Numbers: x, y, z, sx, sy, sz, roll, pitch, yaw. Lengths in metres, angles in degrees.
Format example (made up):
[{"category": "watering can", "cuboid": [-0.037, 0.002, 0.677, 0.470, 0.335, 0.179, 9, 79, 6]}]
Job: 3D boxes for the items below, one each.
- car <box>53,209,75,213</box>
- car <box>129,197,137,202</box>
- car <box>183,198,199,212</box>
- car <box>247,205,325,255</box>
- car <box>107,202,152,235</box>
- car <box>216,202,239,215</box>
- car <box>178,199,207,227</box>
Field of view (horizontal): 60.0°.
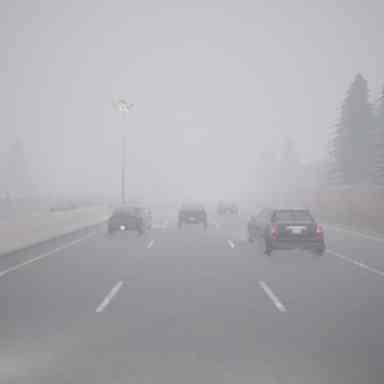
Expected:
[{"category": "car", "cuboid": [-14.265, 1.559, 37.399, 1.812, 1.442, 4.674, 0, 0, 0]}, {"category": "car", "cuboid": [-10.389, 1.647, 61.757, 1.895, 1.301, 4.718, 0, 0, 1]}, {"category": "car", "cuboid": [-0.104, 1.550, 40.216, 1.812, 1.442, 4.674, 0, 0, 0]}, {"category": "car", "cuboid": [3.559, 1.357, 13.445, 2.097, 1.767, 4.553, 0, 0, 0]}, {"category": "car", "cuboid": [-3.459, 1.519, 18.941, 1.837, 1.490, 4.892, 0, 0, 0]}, {"category": "car", "cuboid": [3.434, 1.618, 33.516, 1.895, 1.301, 4.718, 0, 0, -1]}, {"category": "car", "cuboid": [0.027, 1.491, 22.932, 1.882, 1.535, 5.008, 0, 0, 0]}]
